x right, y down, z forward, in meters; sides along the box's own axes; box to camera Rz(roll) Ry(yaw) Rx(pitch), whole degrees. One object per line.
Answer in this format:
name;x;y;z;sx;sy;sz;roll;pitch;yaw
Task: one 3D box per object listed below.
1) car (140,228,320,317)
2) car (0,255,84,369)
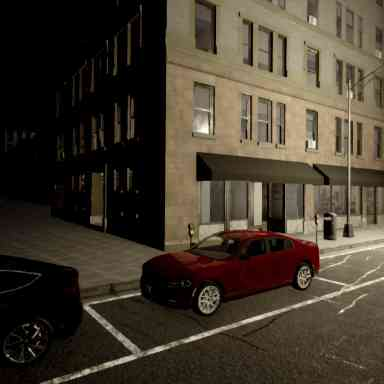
car;1.017;1.545;7.477;4.507;1.381;1.887;0;1;-35
car;-3.604;1.566;4.187;4.313;1.339;1.947;0;1;-35
